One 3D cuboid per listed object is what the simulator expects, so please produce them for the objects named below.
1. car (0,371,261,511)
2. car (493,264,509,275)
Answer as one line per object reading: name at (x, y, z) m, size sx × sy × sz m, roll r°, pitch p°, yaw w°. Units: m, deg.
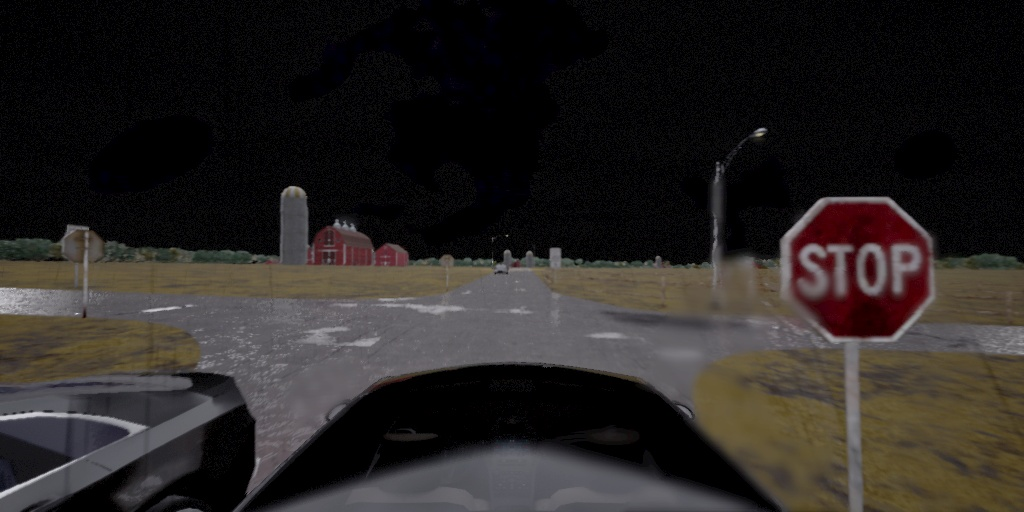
car at (-2.736, 1.255, 0.473) m, size 2.128 × 1.511 × 4.902 m, roll 0°, pitch -1°, yaw 2°
car at (-1.419, 1.837, 47.898) m, size 1.837 × 1.490 × 4.892 m, roll 0°, pitch 0°, yaw 2°
